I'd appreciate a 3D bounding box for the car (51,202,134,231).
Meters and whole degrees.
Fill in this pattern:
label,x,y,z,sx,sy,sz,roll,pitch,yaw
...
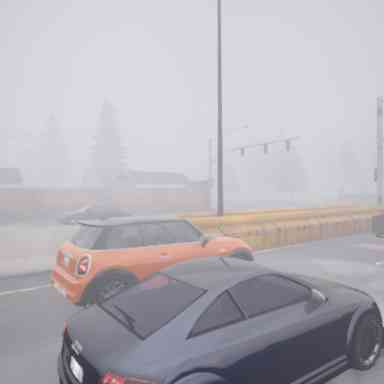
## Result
label,x,y,z,sx,sy,sz,roll,pitch,yaw
car,-6.192,1.460,21.041,4.674,1.442,1.812,-1,0,-36

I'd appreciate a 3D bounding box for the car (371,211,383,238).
label,x,y,z,sx,sy,sz,roll,pitch,yaw
car,10.260,1.320,15.398,5.008,1.535,1.882,-1,0,-36

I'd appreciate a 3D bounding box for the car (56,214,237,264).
label,x,y,z,sx,sy,sz,roll,pitch,yaw
car,-0.655,1.317,7.575,4.553,1.767,2.097,-1,0,-35

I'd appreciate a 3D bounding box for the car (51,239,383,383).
label,x,y,z,sx,sy,sz,roll,pitch,yaw
car,0.594,1.538,4.166,4.181,1.385,1.994,-1,0,-36
